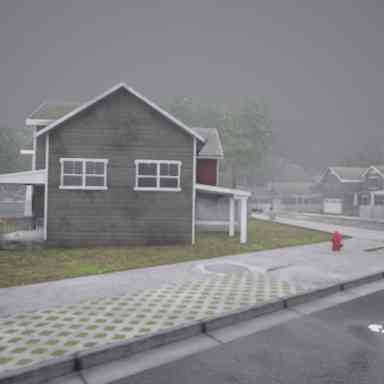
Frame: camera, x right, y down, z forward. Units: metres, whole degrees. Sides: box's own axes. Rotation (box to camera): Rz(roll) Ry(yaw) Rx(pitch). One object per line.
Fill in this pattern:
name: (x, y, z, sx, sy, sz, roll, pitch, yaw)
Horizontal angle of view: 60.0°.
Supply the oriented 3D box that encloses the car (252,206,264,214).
car: (10.193, 2.881, 54.478, 1.895, 1.301, 4.718, 1, -2, -8)
